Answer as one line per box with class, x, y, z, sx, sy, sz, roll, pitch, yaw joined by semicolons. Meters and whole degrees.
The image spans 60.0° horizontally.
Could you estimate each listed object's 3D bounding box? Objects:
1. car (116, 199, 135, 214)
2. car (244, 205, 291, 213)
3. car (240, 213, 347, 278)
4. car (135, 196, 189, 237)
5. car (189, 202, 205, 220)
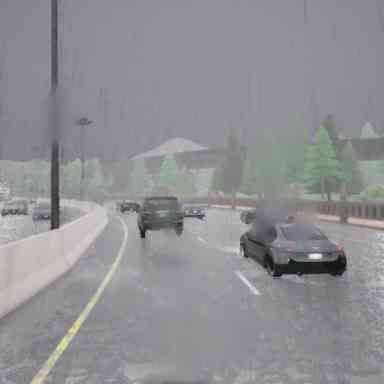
car;-7.002;1.529;36.086;1.837;1.490;4.892;0;0;-20
car;4.759;1.527;20.983;2.033;1.411;5.357;0;0;-12
car;2.838;1.552;10.183;1.994;1.385;4.181;0;0;-6
car;-1.854;1.227;18.315;2.150;2.045;5.566;0;0;-11
car;-0.453;1.546;27.711;2.033;1.411;5.357;0;0;-16
